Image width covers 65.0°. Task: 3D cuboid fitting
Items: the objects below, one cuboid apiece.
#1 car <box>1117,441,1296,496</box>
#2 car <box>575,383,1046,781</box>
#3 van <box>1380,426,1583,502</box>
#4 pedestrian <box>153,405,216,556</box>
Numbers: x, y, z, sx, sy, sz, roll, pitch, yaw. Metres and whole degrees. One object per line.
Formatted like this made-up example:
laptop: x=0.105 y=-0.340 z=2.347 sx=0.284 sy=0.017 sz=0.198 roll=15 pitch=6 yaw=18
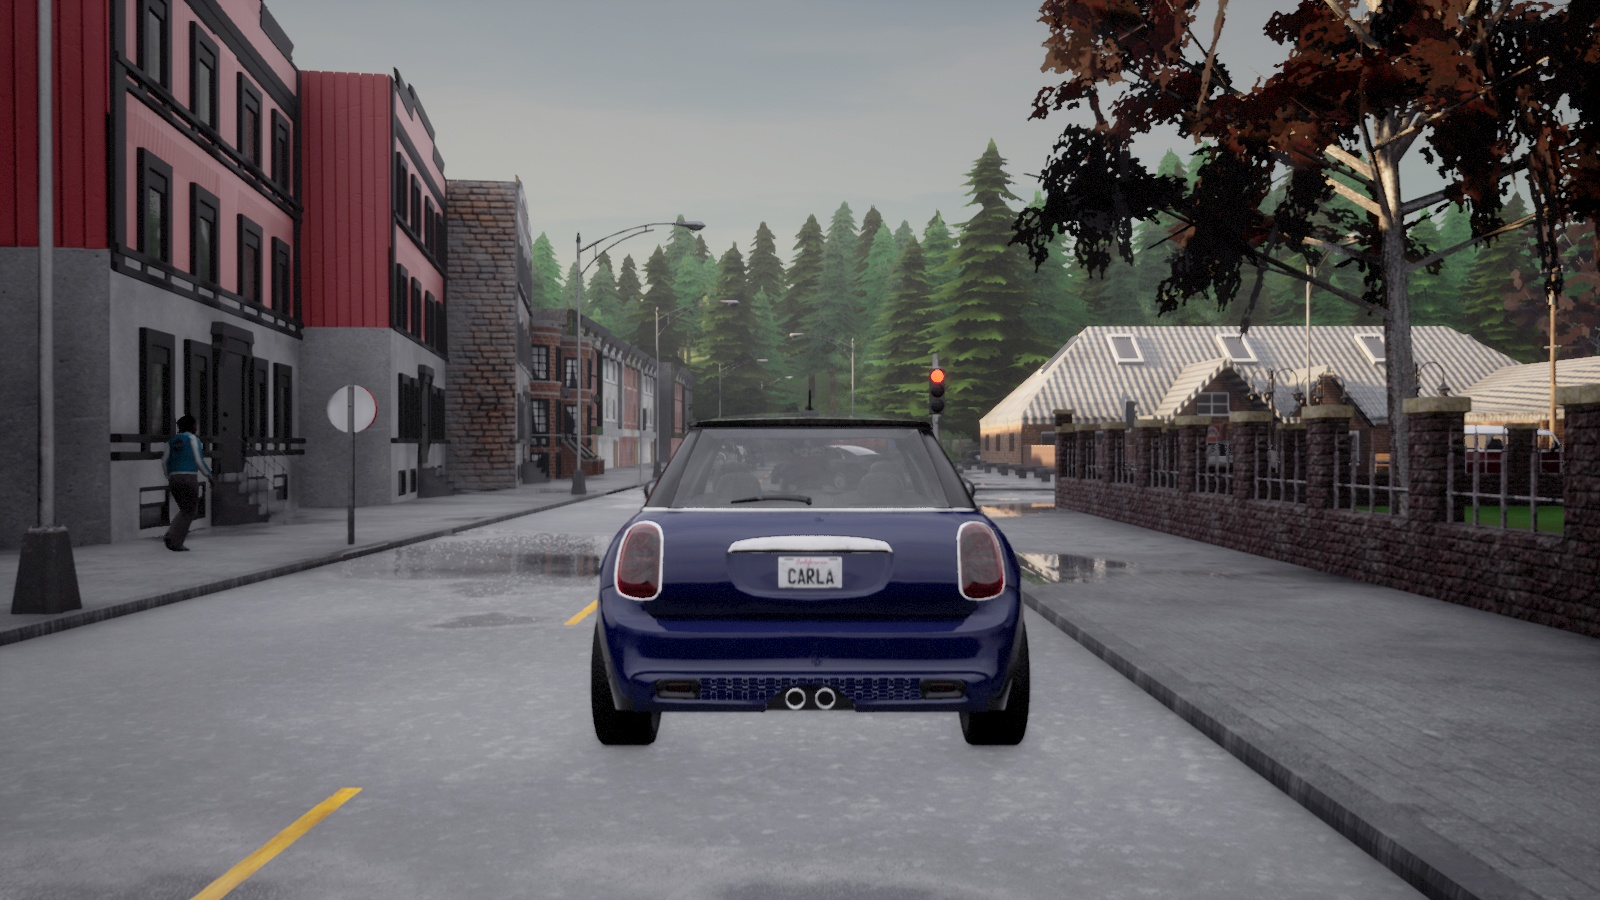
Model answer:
car: x=12.469 y=0.549 z=38.741 sx=4.856 sy=1.649 sz=2.033 roll=0 pitch=0 yaw=0
car: x=0.059 y=0.577 z=7.861 sx=2.097 sy=1.767 sz=4.553 roll=0 pitch=0 yaw=0
van: x=18.723 y=0.362 z=34.666 sx=4.480 sy=2.038 sz=2.069 roll=0 pitch=0 yaw=-1
pedestrian: x=-8.101 y=0.391 z=16.536 sx=0.396 sy=1.930 sz=0.692 roll=0 pitch=0 yaw=13
